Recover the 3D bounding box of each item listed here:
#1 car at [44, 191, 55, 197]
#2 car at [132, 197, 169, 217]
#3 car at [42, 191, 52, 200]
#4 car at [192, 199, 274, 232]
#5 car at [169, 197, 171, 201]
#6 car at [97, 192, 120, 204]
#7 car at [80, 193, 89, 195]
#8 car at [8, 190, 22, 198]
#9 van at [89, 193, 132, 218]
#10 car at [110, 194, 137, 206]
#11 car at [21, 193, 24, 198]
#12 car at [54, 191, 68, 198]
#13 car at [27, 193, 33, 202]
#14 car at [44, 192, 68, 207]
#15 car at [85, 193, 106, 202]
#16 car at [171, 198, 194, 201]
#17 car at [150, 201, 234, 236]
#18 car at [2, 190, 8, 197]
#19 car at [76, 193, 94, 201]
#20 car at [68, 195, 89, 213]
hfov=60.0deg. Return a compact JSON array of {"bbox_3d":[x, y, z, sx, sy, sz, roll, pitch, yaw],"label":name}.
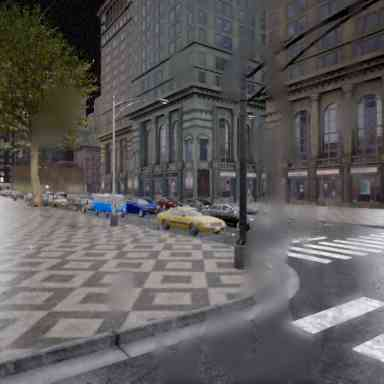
[{"bbox_3d":[-35.408,0.472,82.539,1.802,1.307,4.206,1,0,-35],"label":"car"},{"bbox_3d":[-4.258,1.233,28.236,1.882,1.535,5.008,0,1,-35],"label":"car"},{"bbox_3d":[-19.691,0.992,45.498,2.008,1.369,4.403,1,0,-35],"label":"car"},{"bbox_3d":[2.408,1.371,18.803,2.128,1.511,4.902,0,1,-36],"label":"car"},{"bbox_3d":[-3.011,1.224,36.651,1.887,1.381,4.507,1,0,-35],"label":"car"},{"bbox_3d":[-12.729,0.881,50.420,1.967,1.590,4.097,1,0,-35],"label":"car"},{"bbox_3d":[-12.759,1.052,40.323,2.128,1.511,4.902,0,1,-35],"label":"car"},{"bbox_3d":[-35.888,0.484,68.442,1.967,1.590,4.097,1,0,-35],"label":"car"},{"bbox_3d":[-6.730,1.091,27.137,1.690,1.788,3.998,1,0,-35],"label":"van"},{"bbox_3d":[-9.492,1.074,45.832,2.008,1.369,4.403,1,0,-35],"label":"car"},{"bbox_3d":[-26.171,0.831,54.676,2.008,1.369,4.403,1,0,-35],"label":"car"},{"bbox_3d":[-28.928,0.588,73.362,1.887,1.381,4.507,1,0,-35],"label":"car"},{"bbox_3d":[-22.931,0.911,50.087,2.008,1.369,4.403,1,0,-35],"label":"car"},{"bbox_3d":[-16.354,1.051,40.770,1.752,1.417,4.829,1,0,-35],"label":"car"},{"bbox_3d":[-15.971,0.911,55.009,2.008,1.369,4.403,1,0,-35],"label":"car"},{"bbox_3d":[0.228,1.316,32.062,1.947,1.339,4.313,1,0,-35],"label":"car"},{"bbox_3d":[-0.153,1.398,17.816,1.752,1.417,4.829,1,0,-35],"label":"car"},{"bbox_3d":[-42.368,0.331,77.620,1.967,1.590,4.097,1,0,-35],"label":"car"},{"bbox_3d":[-19.211,0.861,59.597,1.802,1.307,4.206,1,0,-35],"label":"car"},{"bbox_3d":[-9.972,1.231,31.727,2.008,1.369,4.403,1,0,-35],"label":"car"}]
